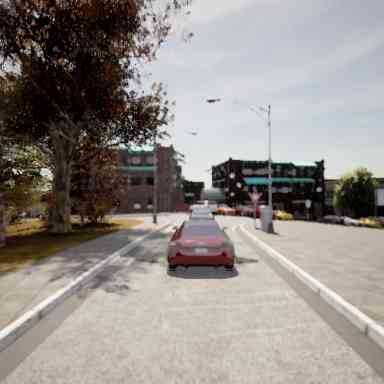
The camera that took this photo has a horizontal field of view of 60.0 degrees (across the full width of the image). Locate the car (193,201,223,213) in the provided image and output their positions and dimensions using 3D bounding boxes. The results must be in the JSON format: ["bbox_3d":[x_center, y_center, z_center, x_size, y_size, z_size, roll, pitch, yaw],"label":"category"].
[{"bbox_3d":[1.681,2.356,49.883,2.435,2.045,5.566,1,-2,-30],"label":"car"}]

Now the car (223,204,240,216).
[{"bbox_3d":[4.558,2.647,50.490,2.185,1.767,4.553,4,-3,-31],"label":"car"}]

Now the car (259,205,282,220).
[{"bbox_3d":[10.521,3.062,51.584,2.435,2.045,5.566,7,-4,-31],"label":"car"}]

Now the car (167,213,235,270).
[{"bbox_3d":[0.278,1.611,11.138,1.994,1.385,4.181,0,-1,1],"label":"car"}]

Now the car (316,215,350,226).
[{"bbox_3d":[22.313,4.501,53.734,2.002,1.452,4.674,6,-3,-30],"label":"car"}]

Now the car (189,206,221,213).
[{"bbox_3d":[0.641,1.923,23.333,2.033,1.411,5.357,0,-2,1],"label":"car"}]

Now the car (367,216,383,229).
[{"bbox_3d":[28.159,5.033,54.938,1.946,1.575,5.366,6,-3,-30],"label":"car"}]

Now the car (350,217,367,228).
[{"bbox_3d":[25.281,4.789,54.266,2.002,1.452,4.674,7,-4,-30],"label":"car"}]

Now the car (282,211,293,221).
[{"bbox_3d":[13.350,3.598,52.301,1.946,1.575,5.366,7,-4,-30],"label":"car"}]

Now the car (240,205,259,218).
[{"bbox_3d":[7.527,2.896,51.007,2.185,1.767,4.553,6,-4,-31],"label":"car"}]
